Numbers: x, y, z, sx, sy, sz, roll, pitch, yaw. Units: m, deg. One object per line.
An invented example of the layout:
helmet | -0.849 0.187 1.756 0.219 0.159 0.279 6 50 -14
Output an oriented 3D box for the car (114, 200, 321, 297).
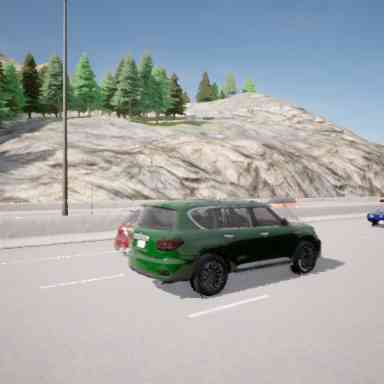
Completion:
car | 1.058 1.222 8.824 5.566 2.045 2.150 0 0 -36

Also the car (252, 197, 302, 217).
car | 8.075 1.351 31.359 4.553 1.767 2.097 0 0 -36

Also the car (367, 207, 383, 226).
car | 13.762 1.600 22.271 4.718 1.301 1.895 0 0 -36

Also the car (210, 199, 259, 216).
car | 4.263 1.504 32.930 4.892 1.490 1.837 0 0 -36
